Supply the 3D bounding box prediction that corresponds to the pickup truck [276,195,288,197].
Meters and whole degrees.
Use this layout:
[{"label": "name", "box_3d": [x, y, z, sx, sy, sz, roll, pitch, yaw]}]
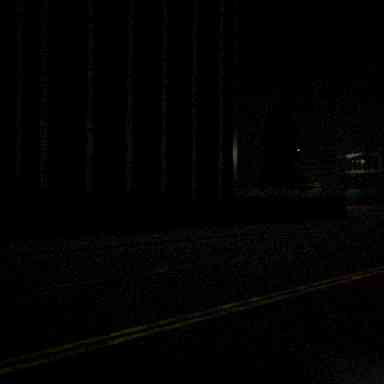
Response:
[{"label": "pickup truck", "box_3d": [20.447, 1.720, 76.265, 2.390, 2.098, 6.274, 1, 0, -6]}]
